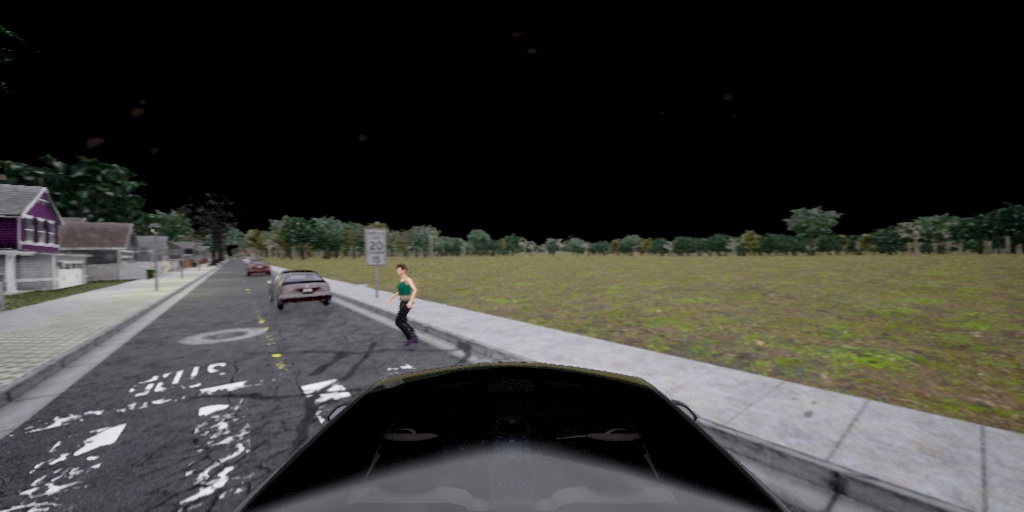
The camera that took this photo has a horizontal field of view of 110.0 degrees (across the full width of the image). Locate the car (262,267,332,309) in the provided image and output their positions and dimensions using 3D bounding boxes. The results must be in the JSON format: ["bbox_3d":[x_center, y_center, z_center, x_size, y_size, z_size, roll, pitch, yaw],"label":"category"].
[{"bbox_3d":[-9.076,1.320,15.213,2.033,1.411,5.357,-1,1,-38],"label":"car"}]

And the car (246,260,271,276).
[{"bbox_3d":[-28.307,1.204,40.016,2.097,1.767,4.553,-1,1,-38],"label":"car"}]

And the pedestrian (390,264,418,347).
[{"bbox_3d":[-2.337,1.022,7.781,0.375,1.860,0.375,-1,-1,-38],"label":"pedestrian"}]
